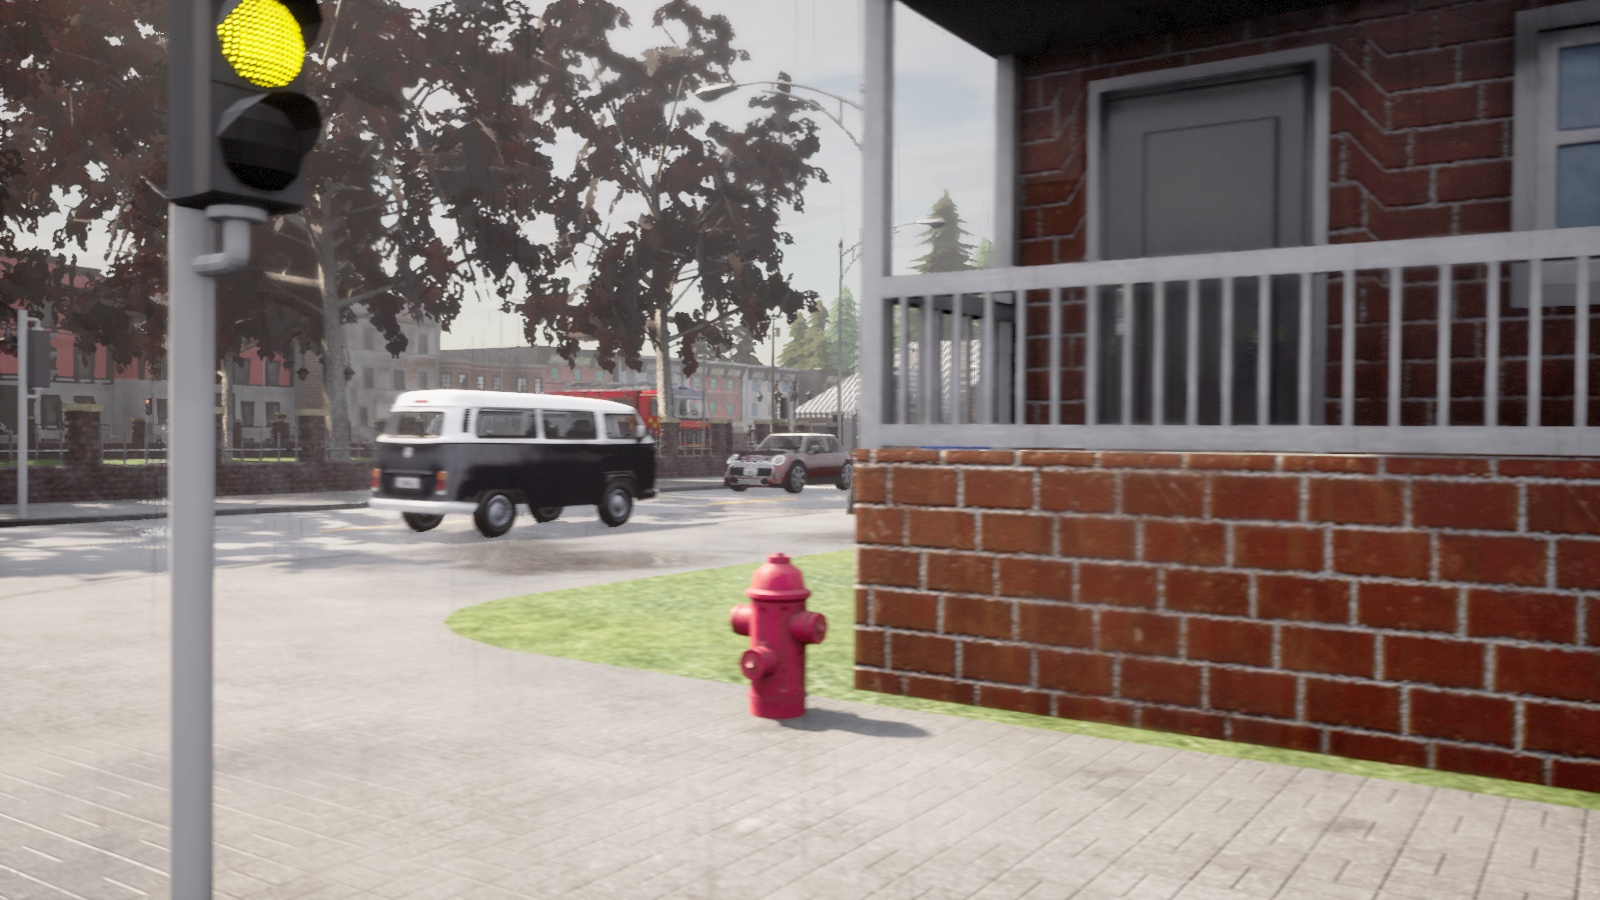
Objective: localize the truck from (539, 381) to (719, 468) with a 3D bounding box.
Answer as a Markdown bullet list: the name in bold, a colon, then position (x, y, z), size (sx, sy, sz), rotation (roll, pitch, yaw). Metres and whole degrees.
- **truck**: position (-8.099, -1.152, 58.994), size (8.468, 3.827, 2.891), rotation (0, 1, 32)

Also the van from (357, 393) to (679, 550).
- **van**: position (-4.038, 0.240, 18.749), size (2.069, 2.038, 4.480), rotation (0, 1, 34)

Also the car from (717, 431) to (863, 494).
- **car**: position (-0.187, 0.269, 31.891), size (1.970, 1.475, 3.806), rotation (0, 1, 32)

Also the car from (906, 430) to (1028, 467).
- **car**: position (7.111, -0.082, 53.828), size (5.008, 1.535, 1.882), rotation (0, 1, 42)
